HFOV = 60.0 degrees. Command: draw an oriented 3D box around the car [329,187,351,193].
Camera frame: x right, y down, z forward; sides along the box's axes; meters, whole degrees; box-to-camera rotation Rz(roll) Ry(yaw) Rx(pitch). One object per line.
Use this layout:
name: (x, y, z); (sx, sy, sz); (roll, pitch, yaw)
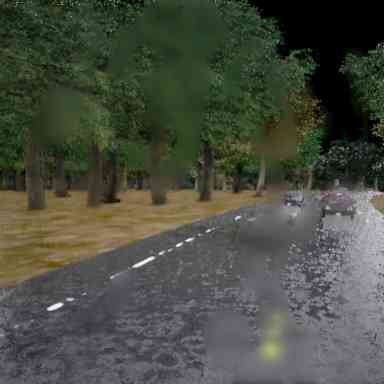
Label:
car: (15.628, 0.306, 35.266); (2.097, 1.767, 4.553); (3, 3, 26)

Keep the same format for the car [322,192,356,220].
car: (9.631, 0.963, 21.915); (1.895, 1.301, 4.718); (3, 3, 23)

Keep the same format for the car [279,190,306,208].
car: (9.020, 0.540, 29.530); (2.033, 1.411, 5.357); (3, 3, 24)
